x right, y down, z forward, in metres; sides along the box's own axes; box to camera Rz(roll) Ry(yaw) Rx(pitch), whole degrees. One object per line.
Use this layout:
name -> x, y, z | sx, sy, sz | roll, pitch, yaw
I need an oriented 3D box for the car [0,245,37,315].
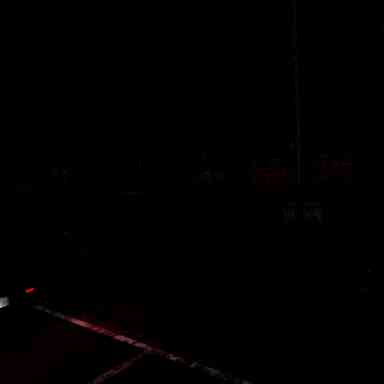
car -> -4.803, 1.517, 6.372 | 4.674, 1.442, 1.812 | 0, 0, 35
